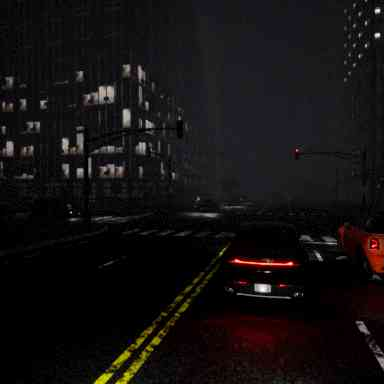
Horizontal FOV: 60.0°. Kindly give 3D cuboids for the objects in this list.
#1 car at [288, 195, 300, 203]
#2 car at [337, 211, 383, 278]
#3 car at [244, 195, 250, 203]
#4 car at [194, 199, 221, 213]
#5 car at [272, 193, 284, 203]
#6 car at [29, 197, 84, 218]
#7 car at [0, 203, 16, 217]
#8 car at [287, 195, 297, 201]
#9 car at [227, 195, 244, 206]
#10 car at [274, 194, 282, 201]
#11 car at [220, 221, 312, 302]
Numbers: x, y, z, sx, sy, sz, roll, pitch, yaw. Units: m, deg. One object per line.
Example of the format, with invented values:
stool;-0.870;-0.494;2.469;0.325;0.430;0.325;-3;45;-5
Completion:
car;20.692;1.445;67.040;2.128;1.511;4.902;0;0;15
car;5.778;1.347;9.983;2.097;1.767;4.553;0;0;15
car;10.891;1.455;68.443;1.837;1.490;4.892;0;0;15
car;1.780;1.484;36.014;1.812;1.442;4.674;0;-1;21
car;18.083;1.161;70.243;2.150;2.045;5.566;0;0;15
car;-11.667;1.217;28.717;4.553;1.767;2.097;1;1;17
car;-16.634;1.434;27.344;4.313;1.339;1.947;1;1;16
car;23.856;1.469;79.469;2.033;1.411;5.357;0;0;15
car;6.665;1.493;52.648;1.812;1.442;4.674;0;0;14
car;20.711;1.239;80.293;1.882;1.535;5.008;0;0;15
car;1.900;1.501;8.398;1.837;1.490;4.892;0;0;15
